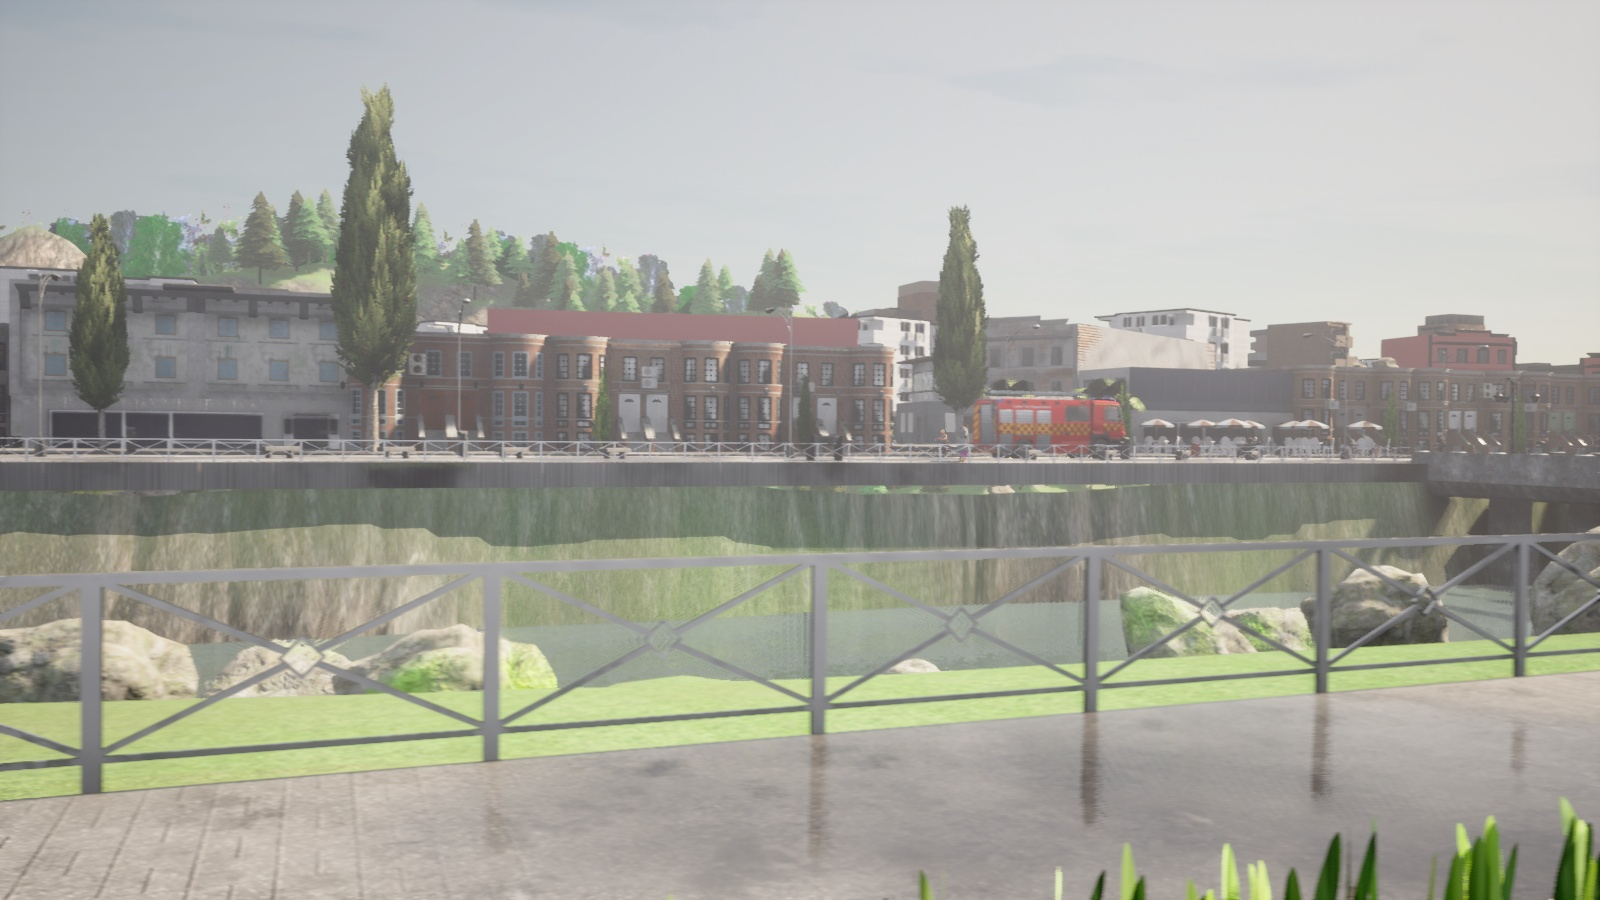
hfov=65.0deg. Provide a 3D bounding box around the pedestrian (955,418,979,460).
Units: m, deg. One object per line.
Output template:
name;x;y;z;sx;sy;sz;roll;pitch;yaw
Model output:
pedestrian;7.885;-0.537;59.380;0.873;1.952;0.659;-1;1;-23

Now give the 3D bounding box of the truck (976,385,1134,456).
truck;14.412;-1.676;70.914;8.468;3.827;2.891;-1;1;-21

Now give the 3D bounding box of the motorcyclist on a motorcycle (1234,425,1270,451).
motorcyclist on a motorcycle;27.305;-0.749;75.827;2.044;1.523;0.797;-1;1;-21
